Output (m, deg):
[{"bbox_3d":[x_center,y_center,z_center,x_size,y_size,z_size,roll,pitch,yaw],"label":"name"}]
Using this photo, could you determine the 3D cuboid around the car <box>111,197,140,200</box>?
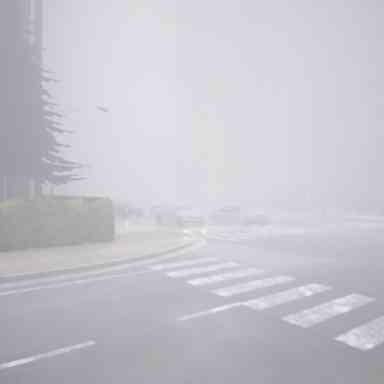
[{"bbox_3d":[-8.717,1.613,40.463,2.033,1.411,5.357,0,0,-35],"label":"car"}]

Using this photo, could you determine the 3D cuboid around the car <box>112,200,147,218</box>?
[{"bbox_3d":[-6.294,1.664,31.001,1.895,1.301,4.718,0,0,-35],"label":"car"}]

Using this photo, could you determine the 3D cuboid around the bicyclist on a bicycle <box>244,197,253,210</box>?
[{"bbox_3d":[6.692,1.374,39.451,1.656,1.620,0.582,0,0,-35],"label":"bicyclist on a bicycle"}]

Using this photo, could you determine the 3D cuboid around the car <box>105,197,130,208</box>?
[{"bbox_3d":[-11.278,1.546,50.221,1.882,1.535,5.008,0,0,-35],"label":"car"}]

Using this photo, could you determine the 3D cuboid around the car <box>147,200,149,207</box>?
[{"bbox_3d":[-2.013,1.667,31.022,1.895,1.301,4.718,0,0,-35],"label":"car"}]

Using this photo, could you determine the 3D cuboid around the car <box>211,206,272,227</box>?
[{"bbox_3d":[3.311,1.667,23.565,1.895,1.301,4.718,0,0,-36],"label":"car"}]

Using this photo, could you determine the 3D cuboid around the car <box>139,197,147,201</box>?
[{"bbox_3d":[-8.557,1.548,52.434,1.882,1.535,5.008,0,0,-35],"label":"car"}]

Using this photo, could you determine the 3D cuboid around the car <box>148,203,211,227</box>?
[{"bbox_3d":[-1.006,1.589,23.589,1.812,1.442,4.674,0,0,-35],"label":"car"}]
